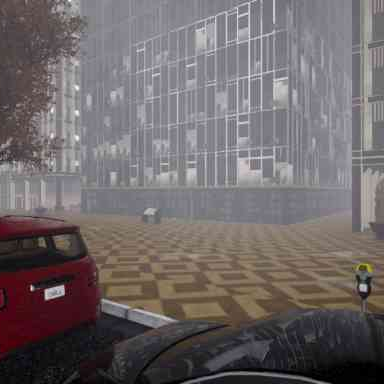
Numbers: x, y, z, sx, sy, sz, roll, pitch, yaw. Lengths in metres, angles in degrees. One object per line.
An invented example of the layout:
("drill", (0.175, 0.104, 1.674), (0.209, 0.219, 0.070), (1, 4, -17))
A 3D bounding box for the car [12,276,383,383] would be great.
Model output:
("car", (0.865, 1.566, 2.260), (4.313, 1.339, 1.947), (0, 0, 36))

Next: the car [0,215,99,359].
("car", (-3.627, 1.315, 5.473), (5.009, 1.841, 2.192), (0, 0, 36))
